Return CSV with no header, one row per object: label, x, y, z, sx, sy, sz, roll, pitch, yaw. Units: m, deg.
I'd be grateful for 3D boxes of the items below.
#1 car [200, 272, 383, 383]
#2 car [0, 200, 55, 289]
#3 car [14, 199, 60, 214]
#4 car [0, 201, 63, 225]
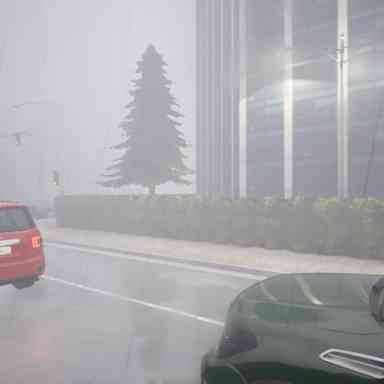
car,2.730,1.221,2.043,5.566,2.045,2.150,0,0,36
car,-5.740,1.221,8.023,5.566,2.045,2.150,0,0,38
car,-17.178,1.564,37.017,1.994,1.385,4.181,0,0,36
car,-12.573,1.491,25.186,2.128,1.511,4.902,0,0,36
